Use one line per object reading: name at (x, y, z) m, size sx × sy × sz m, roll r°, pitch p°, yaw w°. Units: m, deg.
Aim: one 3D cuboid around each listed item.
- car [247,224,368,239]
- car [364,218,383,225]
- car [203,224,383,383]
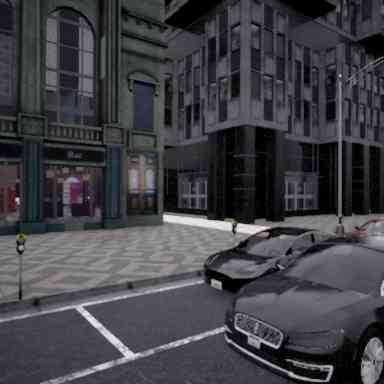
car at (2.290, 1.584, 8.288) m, size 4.313 × 1.339 × 1.947 m, roll 0°, pitch 0°, yaw -36°
car at (6.876, 1.578, 11.565) m, size 4.507 × 1.381 × 1.887 m, roll 0°, pitch 0°, yaw -36°
car at (2.701, 1.519, 5.312) m, size 4.892 × 1.490 × 1.837 m, roll 0°, pitch 0°, yaw -36°
